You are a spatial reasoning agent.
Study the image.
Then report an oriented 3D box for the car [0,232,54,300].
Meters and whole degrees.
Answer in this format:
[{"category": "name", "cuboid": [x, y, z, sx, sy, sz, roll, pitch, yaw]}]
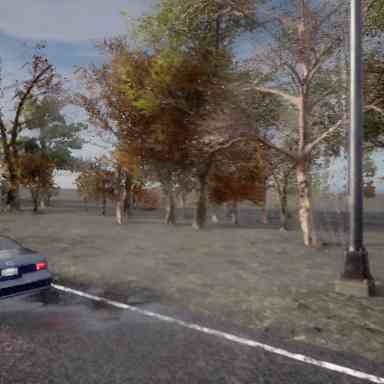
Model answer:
[{"category": "car", "cuboid": [-5.333, 1.513, 7.498, 5.357, 1.411, 2.033, 0, -1, 36]}]
